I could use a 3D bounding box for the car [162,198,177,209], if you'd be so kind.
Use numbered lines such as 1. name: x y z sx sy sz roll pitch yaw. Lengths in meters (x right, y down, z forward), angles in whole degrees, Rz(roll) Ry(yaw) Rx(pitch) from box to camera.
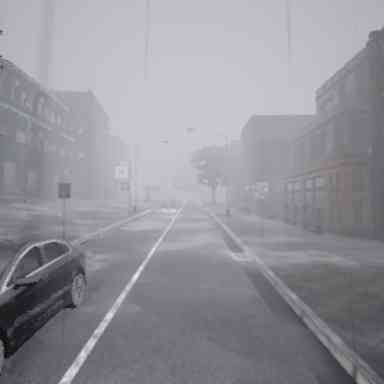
1. car: -3.164 1.552 46.562 2.128 1.511 4.902 0 0 0

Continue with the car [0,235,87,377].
1. car: -3.102 1.499 5.082 2.128 1.511 4.902 0 0 0
